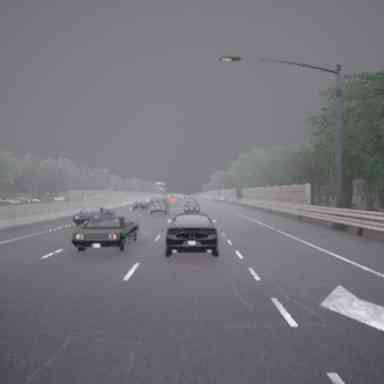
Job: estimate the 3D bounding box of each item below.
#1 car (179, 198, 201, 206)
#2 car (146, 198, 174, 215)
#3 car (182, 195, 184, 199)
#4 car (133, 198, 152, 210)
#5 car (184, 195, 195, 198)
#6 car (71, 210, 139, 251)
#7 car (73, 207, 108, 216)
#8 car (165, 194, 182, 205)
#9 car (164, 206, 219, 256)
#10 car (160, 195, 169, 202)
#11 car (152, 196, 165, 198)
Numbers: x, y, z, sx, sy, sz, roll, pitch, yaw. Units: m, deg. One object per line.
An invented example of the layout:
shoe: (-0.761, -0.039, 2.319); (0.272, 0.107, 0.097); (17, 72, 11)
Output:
car: (-0.005, 1.733, 36.014); (2.033, 1.411, 5.357); (0, 0, 0)
car: (-3.504, 1.736, 36.913); (2.033, 1.411, 5.357); (0, 0, 0)
car: (-3.511, 1.831, 80.946); (1.837, 1.490, 4.892); (0, 0, 0)
car: (-7.005, 1.824, 46.818); (1.895, 1.301, 4.718); (0, 0, 0)
car: (-0.010, 1.768, 64.810); (2.128, 1.511, 4.902); (0, 0, 0)
car: (-3.501, 1.687, 14.438); (1.895, 1.301, 4.718); (0, 0, 0)
car: (-7.001, 1.737, 24.332); (1.895, 1.301, 4.718); (0, 0, 0)
car: (-3.510, 1.628, 64.737); (2.097, 1.767, 4.553); (0, 0, 0)
car: (-0.001, 1.559, 13.545); (1.882, 1.535, 5.008); (0, 0, 0)
car: (-7.012, 1.700, 84.903); (2.097, 1.767, 4.553); (0, 0, 0)
car: (-7.011, 1.628, 64.736); (2.097, 1.767, 4.553); (0, 0, 0)
